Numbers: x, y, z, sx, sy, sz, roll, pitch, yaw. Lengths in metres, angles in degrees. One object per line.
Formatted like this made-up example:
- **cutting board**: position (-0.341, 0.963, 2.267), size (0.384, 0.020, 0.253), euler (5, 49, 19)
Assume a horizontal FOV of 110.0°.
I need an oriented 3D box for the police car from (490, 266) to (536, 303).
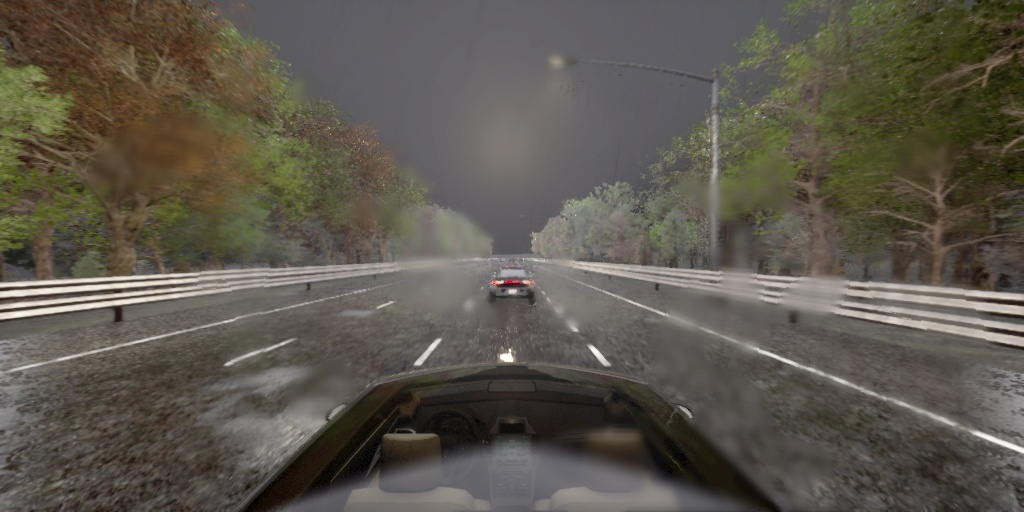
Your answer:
- **police car**: position (0.031, 1.252, 16.854), size (2.038, 1.542, 4.974), euler (0, 0, 0)
